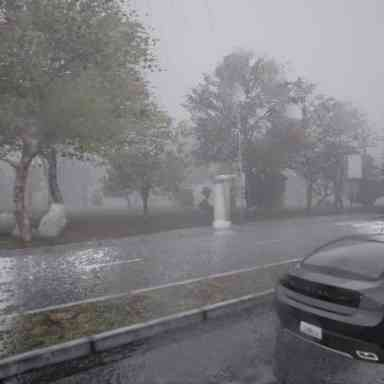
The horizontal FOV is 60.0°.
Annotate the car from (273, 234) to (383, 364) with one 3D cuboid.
[{"bbox_3d":[3.471,1.479,5.610,4.892,1.490,1.837,0,0,-36],"label":"car"}]
